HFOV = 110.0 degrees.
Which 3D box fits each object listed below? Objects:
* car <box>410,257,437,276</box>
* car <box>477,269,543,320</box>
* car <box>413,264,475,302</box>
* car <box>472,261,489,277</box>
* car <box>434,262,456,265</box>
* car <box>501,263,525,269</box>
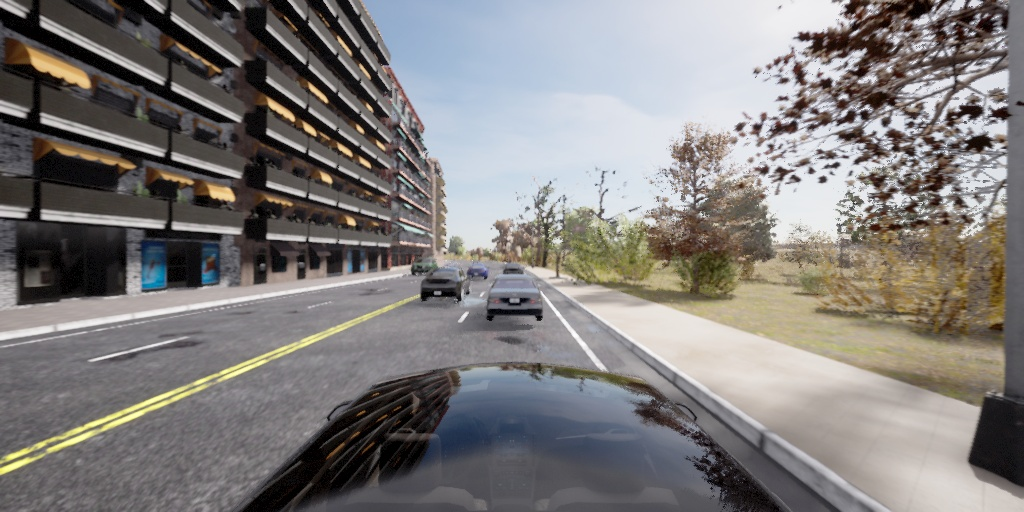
[{"bbox_3d":[-9.885,1.175,40.936,2.150,2.045,5.566,0,0,0],"label":"car"},{"bbox_3d":[0.088,1.354,12.946,2.033,1.411,5.357,0,0,0],"label":"car"},{"bbox_3d":[-3.153,1.336,17.648,1.837,1.490,4.892,0,0,0],"label":"car"},{"bbox_3d":[-3.155,1.442,33.854,1.812,1.442,4.674,0,0,0],"label":"car"},{"bbox_3d":[-6.621,1.491,38.969,2.033,1.411,5.357,0,0,0],"label":"car"},{"bbox_3d":[0.096,1.416,32.958,1.837,1.490,4.892,0,0,0],"label":"car"}]
